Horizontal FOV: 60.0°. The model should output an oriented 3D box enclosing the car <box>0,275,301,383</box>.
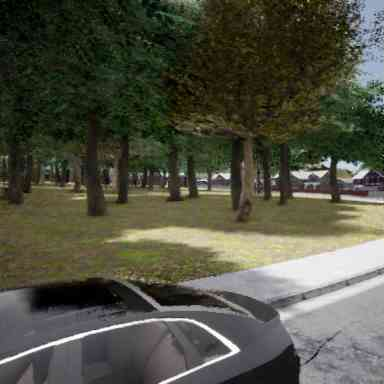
[{"bbox_3d":[-1.283,1.505,2.224,4.892,1.490,1.837,0,0,-36],"label":"car"}]
